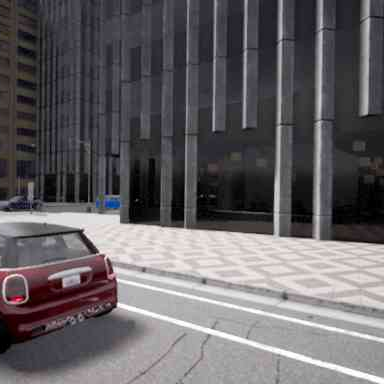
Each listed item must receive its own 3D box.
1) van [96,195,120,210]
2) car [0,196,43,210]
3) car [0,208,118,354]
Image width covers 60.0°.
[{"bbox_3d":[-9.714,1.312,40.326,1.690,1.788,3.998,1,1,36],"label":"van"},{"bbox_3d":[-19.231,1.240,37.168,2.097,1.767,4.553,1,1,36],"label":"car"},{"bbox_3d":[-3.532,1.344,6.204,4.553,1.767,2.097,0,0,35],"label":"car"}]
